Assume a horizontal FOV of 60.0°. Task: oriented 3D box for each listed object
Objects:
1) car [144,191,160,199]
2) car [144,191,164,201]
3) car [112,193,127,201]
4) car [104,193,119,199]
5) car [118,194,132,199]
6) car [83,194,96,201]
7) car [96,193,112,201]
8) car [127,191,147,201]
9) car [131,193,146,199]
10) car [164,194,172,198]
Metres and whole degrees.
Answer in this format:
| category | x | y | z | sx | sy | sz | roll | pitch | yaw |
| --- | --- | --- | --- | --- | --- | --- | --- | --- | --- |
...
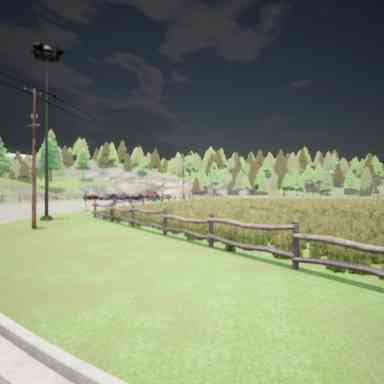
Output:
| category | x | y | z | sx | sy | sz | roll | pitch | yaw |
| --- | --- | --- | --- | --- | --- | --- | --- | --- | --- |
| car | -9.684 | 0.717 | 80.974 | 2.150 | 2.045 | 5.566 | 0 | 0 | 10 |
| car | -8.005 | 1.188 | 70.574 | 1.837 | 1.490 | 4.892 | 0 | 0 | 10 |
| car | -14.890 | 1.005 | 71.829 | 2.097 | 1.767 | 4.553 | 0 | 0 | 10 |
| car | -20.024 | 0.911 | 82.809 | 1.882 | 1.535 | 5.008 | 0 | 0 | 10 |
| car | -16.574 | 1.048 | 82.218 | 1.895 | 1.301 | 4.718 | 0 | 0 | 10 |
| car | -21.873 | 1.088 | 72.555 | 1.882 | 1.535 | 5.008 | 0 | 0 | 10 |
| car | -18.355 | 1.192 | 72.344 | 1.994 | 1.385 | 4.181 | 0 | 0 | 10 |
| car | -11.540 | 1.147 | 70.692 | 1.882 | 1.535 | 5.008 | 0 | 0 | 10 |
| car | -13.135 | 1.012 | 81.567 | 2.033 | 1.411 | 5.357 | 0 | 0 | 10 |
| car | -6.246 | 1.064 | 80.325 | 1.994 | 1.385 | 4.181 | 0 | 0 | 10 |
